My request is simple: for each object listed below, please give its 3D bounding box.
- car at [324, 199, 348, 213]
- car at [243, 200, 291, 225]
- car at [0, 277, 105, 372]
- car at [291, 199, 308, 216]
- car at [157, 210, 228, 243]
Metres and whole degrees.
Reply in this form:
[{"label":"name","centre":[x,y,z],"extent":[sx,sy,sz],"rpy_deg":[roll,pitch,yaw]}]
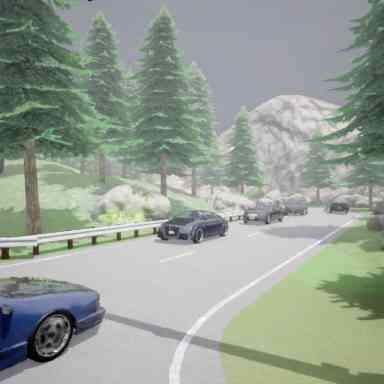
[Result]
[{"label":"car","centre":[16.427,1.565,38.020],"extent":[1.882,1.535,5.008],"rpy_deg":[2,0,14]},{"label":"car","centre":[5.372,1.517,24.667],"extent":[2.128,1.511,4.902],"rpy_deg":[0,0,32]},{"label":"car","centre":[-3.466,1.574,3.484],"extent":[2.033,1.411,5.357],"rpy_deg":[0,0,32]},{"label":"car","centre":[10.517,1.538,33.495],"extent":[1.837,1.490,4.892],"rpy_deg":[0,0,25]},{"label":"car","centre":[0.147,1.581,16.205],"extent":[1.994,1.385,4.181],"rpy_deg":[0,0,32]}]
